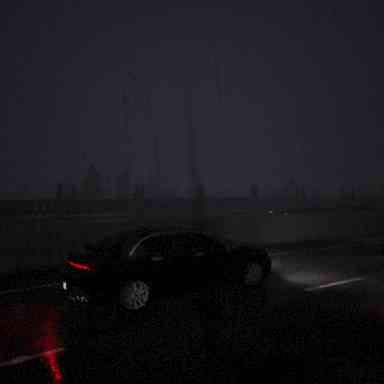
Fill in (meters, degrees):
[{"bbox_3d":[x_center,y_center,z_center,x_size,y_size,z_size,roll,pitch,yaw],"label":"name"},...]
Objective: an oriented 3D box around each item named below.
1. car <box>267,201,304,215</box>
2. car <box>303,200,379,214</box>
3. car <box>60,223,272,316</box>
[{"bbox_3d":[7.975,1.530,24.015,4.718,1.301,1.895,0,0,-23],"label":"car"},{"bbox_3d":[9.733,1.446,20.941,4.892,1.490,1.837,0,0,-23],"label":"car"},{"bbox_3d":[-0.333,1.479,7.494,4.892,1.490,1.837,0,0,-33],"label":"car"}]
